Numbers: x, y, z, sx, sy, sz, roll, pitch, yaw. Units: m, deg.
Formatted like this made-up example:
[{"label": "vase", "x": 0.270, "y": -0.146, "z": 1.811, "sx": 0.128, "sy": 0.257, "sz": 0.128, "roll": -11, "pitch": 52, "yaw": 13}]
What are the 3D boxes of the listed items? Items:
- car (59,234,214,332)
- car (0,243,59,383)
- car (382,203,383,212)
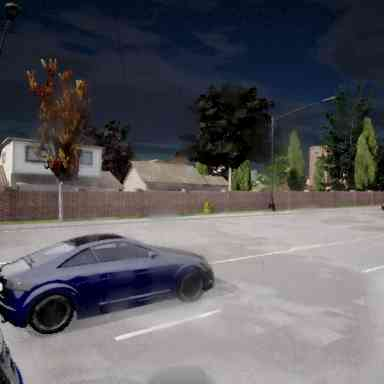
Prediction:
[{"label": "car", "x": -1.589, "y": 1.565, "z": 6.789, "sx": 4.181, "sy": 1.385, "sz": 1.994, "roll": 0, "pitch": 0, "yaw": -35}, {"label": "car", "x": -3.616, "y": 1.223, "z": 1.052, "sx": 5.566, "sy": 2.045, "sz": 2.150, "roll": 0, "pitch": 0, "yaw": -35}, {"label": "car", "x": 23.577, "y": 1.370, "z": 37.870, "sx": 4.553, "sy": 1.767, "sz": 2.097, "roll": 0, "pitch": 0, "yaw": -35}]
